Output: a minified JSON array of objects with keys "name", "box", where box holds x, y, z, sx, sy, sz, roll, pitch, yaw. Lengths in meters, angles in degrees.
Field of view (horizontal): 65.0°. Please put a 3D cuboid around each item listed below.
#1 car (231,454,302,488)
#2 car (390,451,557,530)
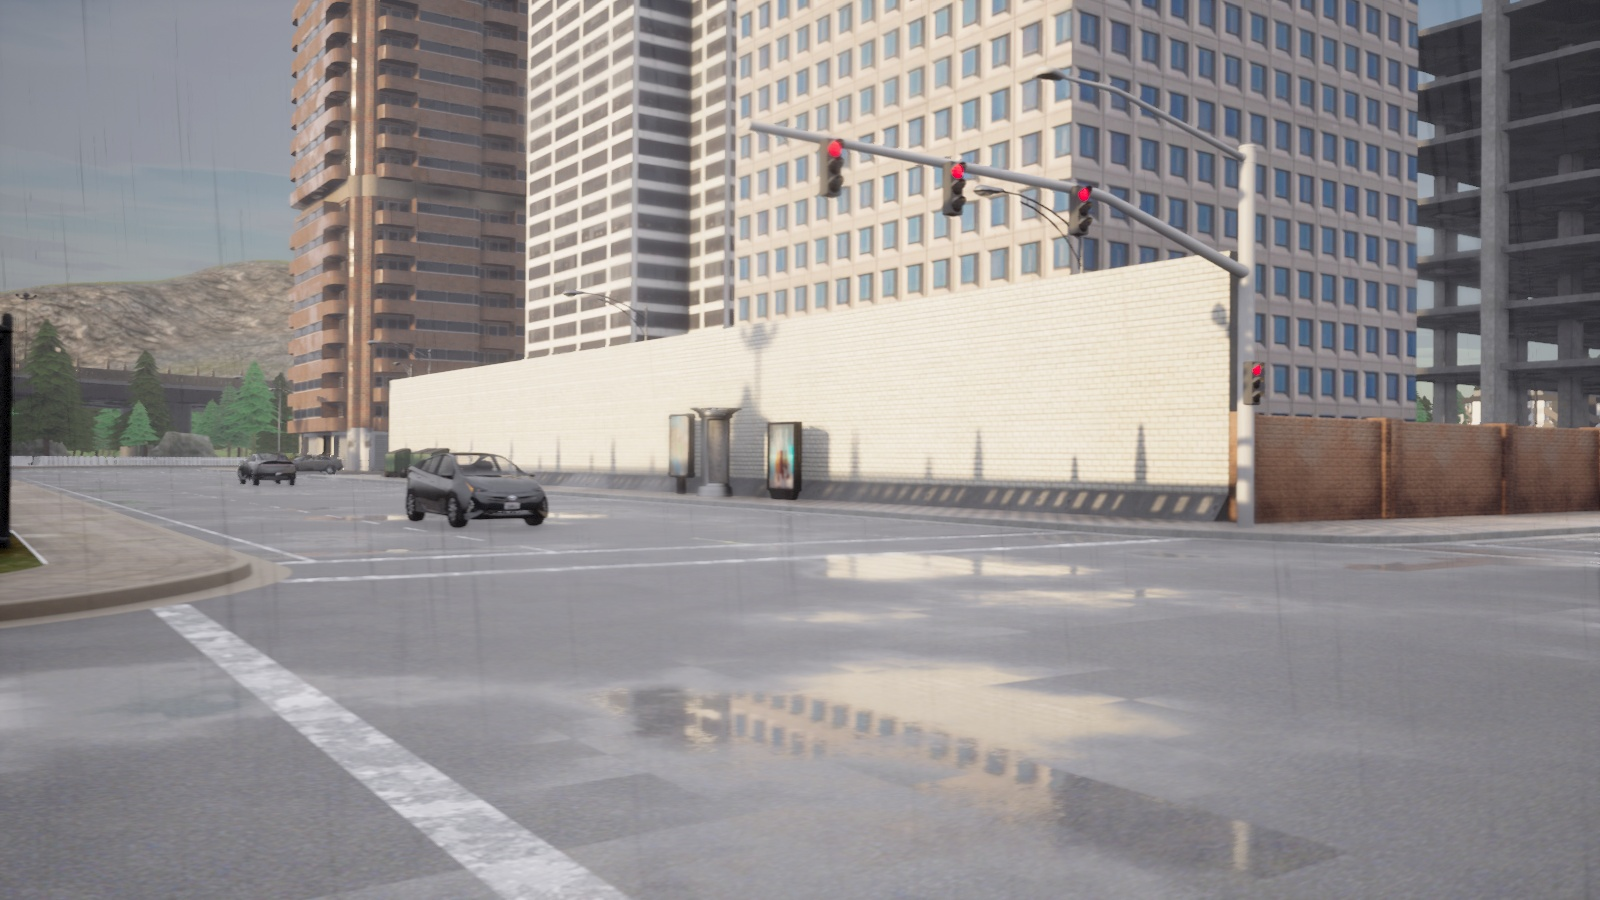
[{"name":"car","box":[-25.201,0.971,59.177,2.128,1.511,4.902,1,0,-35]},{"name":"car","box":[-7.049,0.806,26.809,2.007,1.525,4.514,1,0,-35]}]
